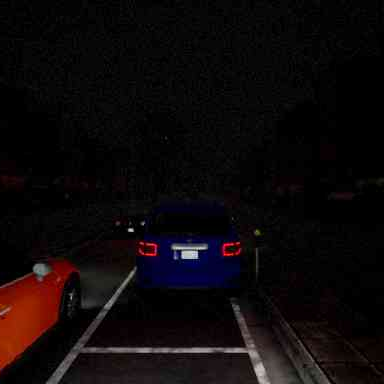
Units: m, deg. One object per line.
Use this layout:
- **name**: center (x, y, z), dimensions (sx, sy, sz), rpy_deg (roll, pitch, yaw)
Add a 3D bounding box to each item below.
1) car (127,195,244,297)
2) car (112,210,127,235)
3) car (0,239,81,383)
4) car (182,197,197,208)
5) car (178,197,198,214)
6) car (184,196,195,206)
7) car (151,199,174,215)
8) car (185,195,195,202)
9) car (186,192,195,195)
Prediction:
- **car**: center (-0.039, 1.225, 8.678), dimensions (2.150, 2.045, 5.566), rpy_deg (0, 0, 0)
- **car**: center (-2.982, 1.583, 18.577), dimensions (1.895, 1.301, 4.718), rpy_deg (0, 0, 0)
- **car**: center (-3.021, 1.351, 4.111), dimensions (2.097, 1.767, 4.553), rpy_deg (0, 0, 0)
- **car**: center (-0.375, 1.454, 46.060), dimensions (1.947, 1.339, 4.313), rpy_deg (1, 0, 0)
- **car**: center (-0.374, 1.375, 34.977), dimensions (1.967, 1.590, 4.097), rpy_deg (1, 0, 0)
- **car**: center (-0.374, 1.388, 51.772), dimensions (1.752, 1.417, 4.829), rpy_deg (1, 0, 0)
- **car**: center (-2.974, 1.501, 34.437), dimensions (1.994, 1.385, 4.181), rpy_deg (0, 0, 0)
- **car**: center (-0.373, 1.329, 68.226), dimensions (2.008, 1.369, 4.403), rpy_deg (1, 0, 0)
- **car**: center (-0.372, 1.227, 40.518), dimensions (2.192, 1.841, 5.009), rpy_deg (1, 0, 0)
